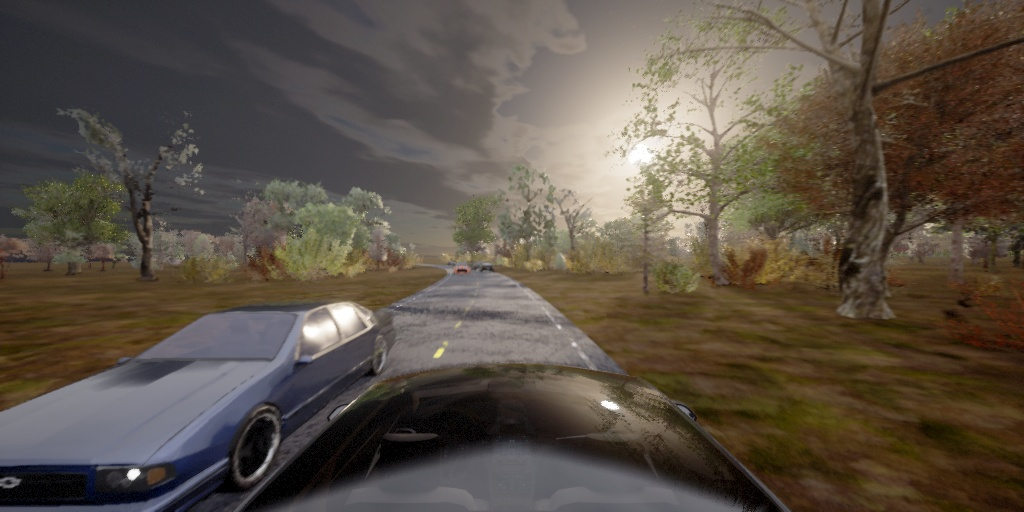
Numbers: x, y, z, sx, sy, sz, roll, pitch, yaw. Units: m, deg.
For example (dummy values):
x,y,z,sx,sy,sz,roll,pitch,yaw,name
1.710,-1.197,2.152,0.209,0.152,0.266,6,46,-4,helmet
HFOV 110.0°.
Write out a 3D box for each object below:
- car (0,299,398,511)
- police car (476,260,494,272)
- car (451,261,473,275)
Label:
x,y,z,sx,sy,sz,roll,pitch,yaw,name
-3.133,1.336,4.799,2.033,1.411,5.357,0,-1,-1,car
-4.025,1.667,56.149,1.930,1.638,5.238,0,-1,-10,police car
-6.487,1.520,46.473,2.097,1.767,4.553,0,-1,-8,car
